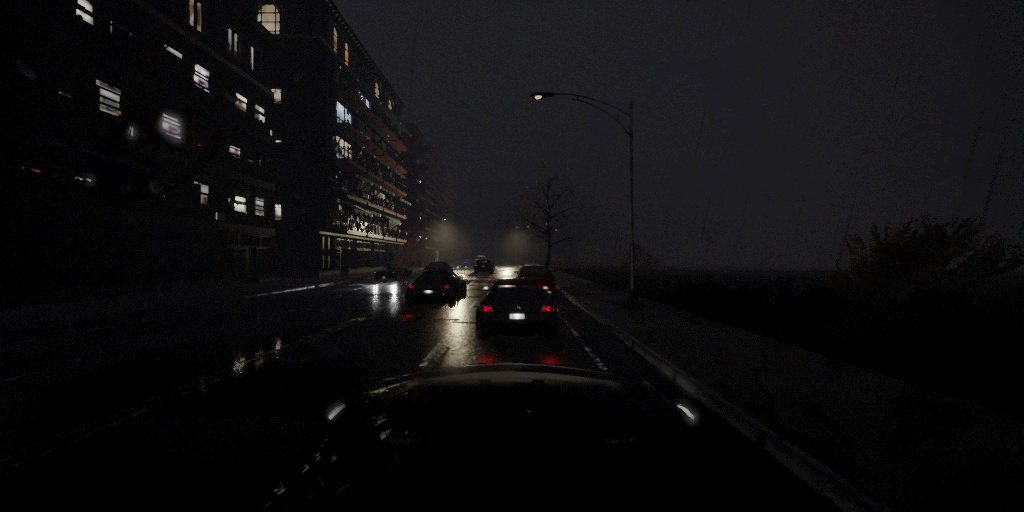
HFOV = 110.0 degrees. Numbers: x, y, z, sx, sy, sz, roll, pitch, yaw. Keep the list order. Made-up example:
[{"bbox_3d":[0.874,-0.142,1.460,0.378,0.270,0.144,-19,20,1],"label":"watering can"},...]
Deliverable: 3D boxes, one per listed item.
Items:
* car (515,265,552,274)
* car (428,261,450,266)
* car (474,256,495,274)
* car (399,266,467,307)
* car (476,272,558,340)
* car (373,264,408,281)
[{"bbox_3d":[1.153,1.230,18.916,1.882,1.535,5.008,0,0,0],"label":"car"},{"bbox_3d":[-6.573,1.230,31.908,1.882,1.535,5.008,0,0,0],"label":"car"},{"bbox_3d":[-3.113,1.105,40.739,2.097,1.767,4.553,0,0,0],"label":"car"},{"bbox_3d":[-3.138,1.316,15.461,1.994,1.385,4.181,0,0,0],"label":"car"},{"bbox_3d":[0.109,1.315,9.996,1.994,1.385,4.181,0,0,0],"label":"car"},{"bbox_3d":[-9.824,1.353,29.725,1.895,1.301,4.718,0,0,0],"label":"car"}]
